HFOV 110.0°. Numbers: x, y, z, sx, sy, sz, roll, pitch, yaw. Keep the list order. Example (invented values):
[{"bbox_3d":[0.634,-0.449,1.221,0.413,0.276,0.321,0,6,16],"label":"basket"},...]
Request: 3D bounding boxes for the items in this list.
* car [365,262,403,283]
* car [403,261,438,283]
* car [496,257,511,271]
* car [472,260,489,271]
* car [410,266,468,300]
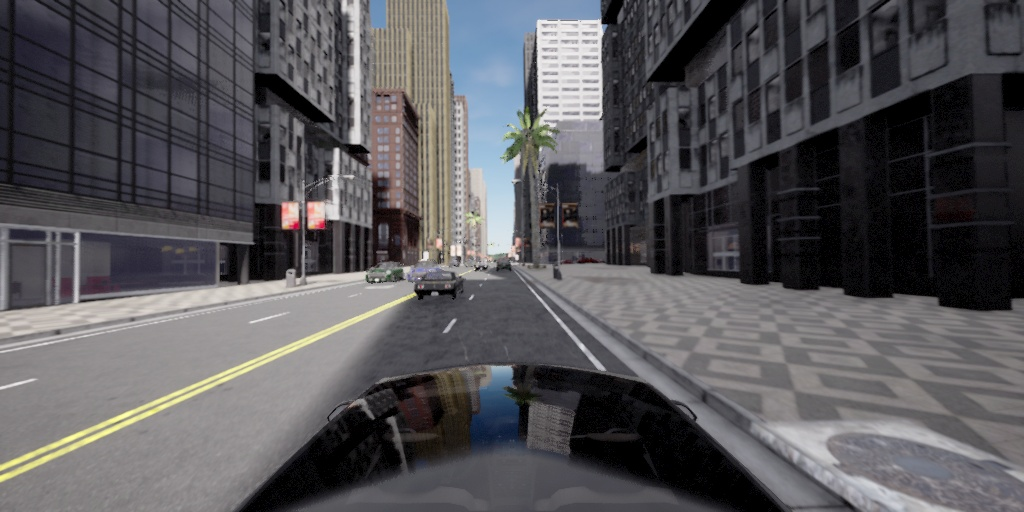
[{"bbox_3d":[-10.538,1.284,30.041,2.097,1.767,4.553,-1,0,-1],"label":"car"},{"bbox_3d":[-7.289,1.238,30.127,2.097,1.767,4.553,-1,0,-1],"label":"car"},{"bbox_3d":[-1.169,1.229,51.988,2.097,1.767,4.553,-1,0,-1],"label":"car"},{"bbox_3d":[-4.472,1.537,54.123,1.895,1.301,4.718,-1,0,-2],"label":"car"},{"bbox_3d":[-3.531,1.411,18.349,1.895,1.301,4.718,-1,0,-2],"label":"car"}]
